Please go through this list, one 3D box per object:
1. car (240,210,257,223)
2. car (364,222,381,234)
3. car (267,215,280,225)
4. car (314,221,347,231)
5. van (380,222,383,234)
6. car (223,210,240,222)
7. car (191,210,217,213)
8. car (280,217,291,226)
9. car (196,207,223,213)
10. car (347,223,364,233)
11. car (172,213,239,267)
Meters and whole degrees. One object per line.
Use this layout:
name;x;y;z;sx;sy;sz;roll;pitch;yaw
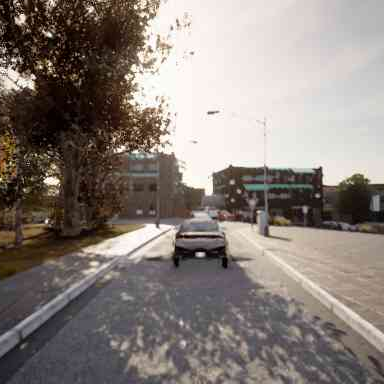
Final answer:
car;7.670;3.840;52.298;2.185;1.767;4.553;7;-5;-31
car;28.312;6.044;56.134;1.946;1.575;5.366;7;-5;-29
car;10.666;4.016;52.864;2.435;2.045;5.566;8;-5;-30
car;22.464;5.491;54.956;2.002;1.452;4.674;7;-5;-30
van;31.454;6.113;56.389;1.878;1.987;4.442;8;-5;-29
car;4.699;3.582;51.794;2.185;1.767;4.553;5;-4;-31
car;0.704;2.406;26.084;1.812;1.442;4.674;0;-3;0
car;13.497;4.564;53.564;1.946;1.575;5.366;7;-5;-30
car;1.821;3.281;51.200;2.435;2.045;5.566;2;-4;-30
car;25.433;5.788;55.474;2.002;1.452;4.674;8;-5;-29
car;0.309;1.753;12.470;2.128;1.511;4.902;0;-2;1
